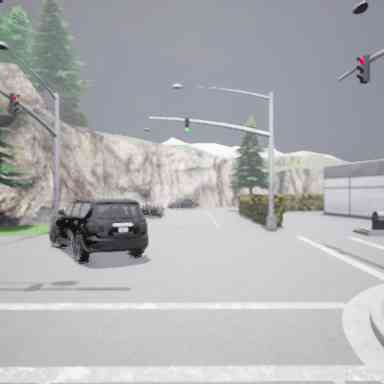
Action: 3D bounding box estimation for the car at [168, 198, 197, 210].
[{"bbox_3d":[-1.347,1.655,45.894,1.837,1.490,4.892,-2,-2,40],"label":"car"}]

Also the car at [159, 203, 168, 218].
[{"bbox_3d":[-3.602,1.703,31.041,1.895,1.301,4.718,0,0,0],"label":"car"}]

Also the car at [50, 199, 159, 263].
[{"bbox_3d":[-3.596,1.263,12.474,2.150,2.045,5.566,2,-1,-33],"label":"car"}]
